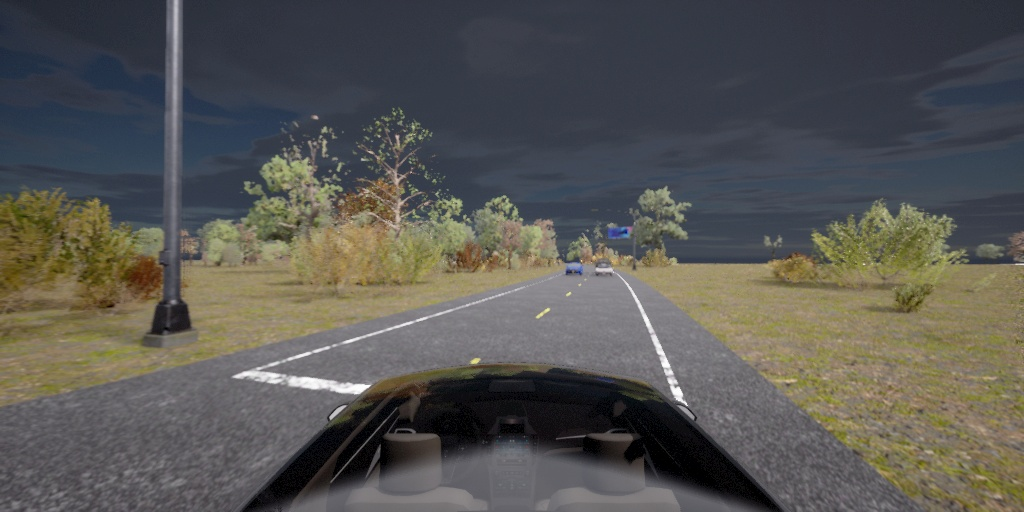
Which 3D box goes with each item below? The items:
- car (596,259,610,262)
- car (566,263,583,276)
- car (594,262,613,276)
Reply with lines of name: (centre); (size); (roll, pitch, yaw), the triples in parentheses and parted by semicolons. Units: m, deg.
car: (12.738, 1.391, 50.171); (2.150, 2.045, 5.566); (0, -1, 13)
car: (7.707, 1.572, 44.132); (1.882, 1.535, 5.008); (0, -1, 14)
car: (10.915, 1.693, 42.448); (1.895, 1.301, 4.718); (0, -1, 15)
